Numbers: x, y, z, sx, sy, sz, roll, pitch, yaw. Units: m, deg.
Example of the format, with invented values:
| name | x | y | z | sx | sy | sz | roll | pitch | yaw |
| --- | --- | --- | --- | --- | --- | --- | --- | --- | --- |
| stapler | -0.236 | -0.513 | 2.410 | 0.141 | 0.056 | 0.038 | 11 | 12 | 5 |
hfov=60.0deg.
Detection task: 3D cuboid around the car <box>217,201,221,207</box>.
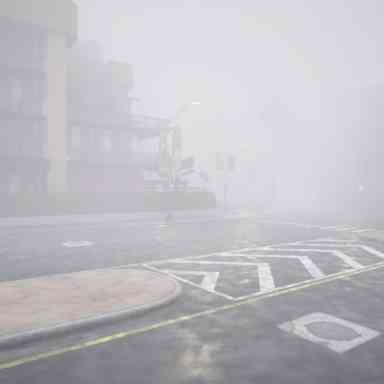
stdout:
| name | x | y | z | sx | sy | sz | roll | pitch | yaw |
| --- | --- | --- | --- | --- | --- | --- | --- | --- | --- |
| car | 2.165 | 1.491 | 48.636 | 2.128 | 1.511 | 4.902 | 0 | 0 | -35 |
